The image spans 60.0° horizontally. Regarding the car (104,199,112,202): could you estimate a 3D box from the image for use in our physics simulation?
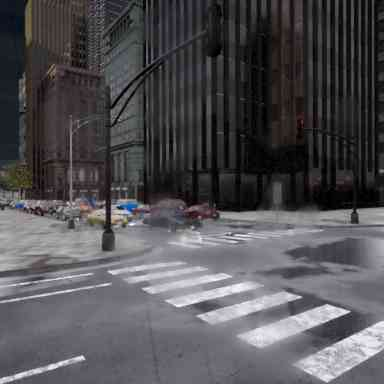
[{"bbox_3d":[-11.180,1.875,46.050,2.192,1.841,5.009,-1,0,-35],"label":"car"}]

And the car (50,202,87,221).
[{"bbox_3d":[-12.030,2.004,32.485,2.008,1.369,4.403,-1,0,-35],"label":"car"}]

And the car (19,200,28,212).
[{"bbox_3d":[-23.347,2.157,48.420,1.967,1.590,4.097,-1,0,-35],"label":"car"}]

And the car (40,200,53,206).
[{"bbox_3d":[-34.727,2.660,79.178,1.947,1.339,4.313,-1,0,-35],"label":"car"}]

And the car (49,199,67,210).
[{"bbox_3d":[-24.054,2.170,59.569,2.097,1.767,4.553,0,-1,-35],"label":"car"}]

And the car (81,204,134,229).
[{"bbox_3d":[-6.276,1.843,24.379,1.752,1.417,4.829,-1,0,-35],"label":"car"}]

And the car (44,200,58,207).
[{"bbox_3d":[-31.714,2.595,74.935,1.947,1.339,4.313,-1,0,-35],"label":"car"}]

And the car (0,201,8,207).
[{"bbox_3d":[-44.385,2.770,78.056,1.802,1.307,4.206,-1,0,-35],"label":"car"}]

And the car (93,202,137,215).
[{"bbox_3d":[-7.056,1.902,30.093,1.812,1.442,4.674,0,-1,-35],"label":"car"}]

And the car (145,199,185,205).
[{"bbox_3d":[-2.360,1.669,33.597,2.192,1.841,5.009,-1,0,-35],"label":"car"}]

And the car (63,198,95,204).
[{"bbox_3d":[-12.936,1.866,38.387,2.097,1.767,4.553,0,-1,-35],"label":"car"}]

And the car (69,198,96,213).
[{"bbox_3d":[-15.984,1.856,48.192,2.150,2.045,5.566,0,0,-35],"label":"car"}]

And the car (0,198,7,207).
[{"bbox_3d":[-41.273,2.666,73.672,1.887,1.381,4.507,-1,0,-35],"label":"car"}]

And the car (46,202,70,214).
[{"bbox_3d":[-18.918,2.146,46.887,2.128,1.511,4.902,0,-1,-35],"label":"car"}]

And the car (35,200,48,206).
[{"bbox_3d":[-37.738,2.710,83.419,2.008,1.369,4.403,-1,0,-35],"label":"car"}]

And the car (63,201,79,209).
[{"bbox_3d":[-22.679,2.407,62.210,1.802,1.307,4.206,-1,0,-35],"label":"car"}]

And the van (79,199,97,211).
[{"bbox_3d":[-17.060,2.038,54.353,1.690,1.788,3.998,-1,0,-35],"label":"van"}]

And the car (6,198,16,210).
[{"bbox_3d":[-31.936,2.353,60.517,1.967,1.590,4.097,-1,0,-35],"label":"car"}]

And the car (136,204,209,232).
[{"bbox_3d":[-1.457,1.791,22.152,2.033,1.411,5.357,0,-1,-35],"label":"car"}]

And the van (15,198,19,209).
[{"bbox_3d":[-26.177,2.123,52.404,1.690,1.788,3.998,-1,0,-35],"label":"van"}]

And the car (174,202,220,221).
[{"bbox_3d":[0.586,1.829,29.445,1.887,1.381,4.507,-1,0,-35],"label":"car"}]

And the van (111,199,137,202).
[{"bbox_3d":[-8.240,1.833,41.899,1.690,1.788,3.998,-1,0,-35],"label":"van"}]

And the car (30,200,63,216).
[{"bbox_3d":[-17.693,1.900,40.453,2.192,1.841,5.009,-1,0,-35],"label":"car"}]

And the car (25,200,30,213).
[{"bbox_3d":[-20.516,2.196,44.436,1.887,1.381,4.507,-1,0,-35],"label":"car"}]

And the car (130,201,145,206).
[{"bbox_3d":[-5.294,2.005,37.748,1.802,1.307,4.206,-1,0,-35],"label":"car"}]
